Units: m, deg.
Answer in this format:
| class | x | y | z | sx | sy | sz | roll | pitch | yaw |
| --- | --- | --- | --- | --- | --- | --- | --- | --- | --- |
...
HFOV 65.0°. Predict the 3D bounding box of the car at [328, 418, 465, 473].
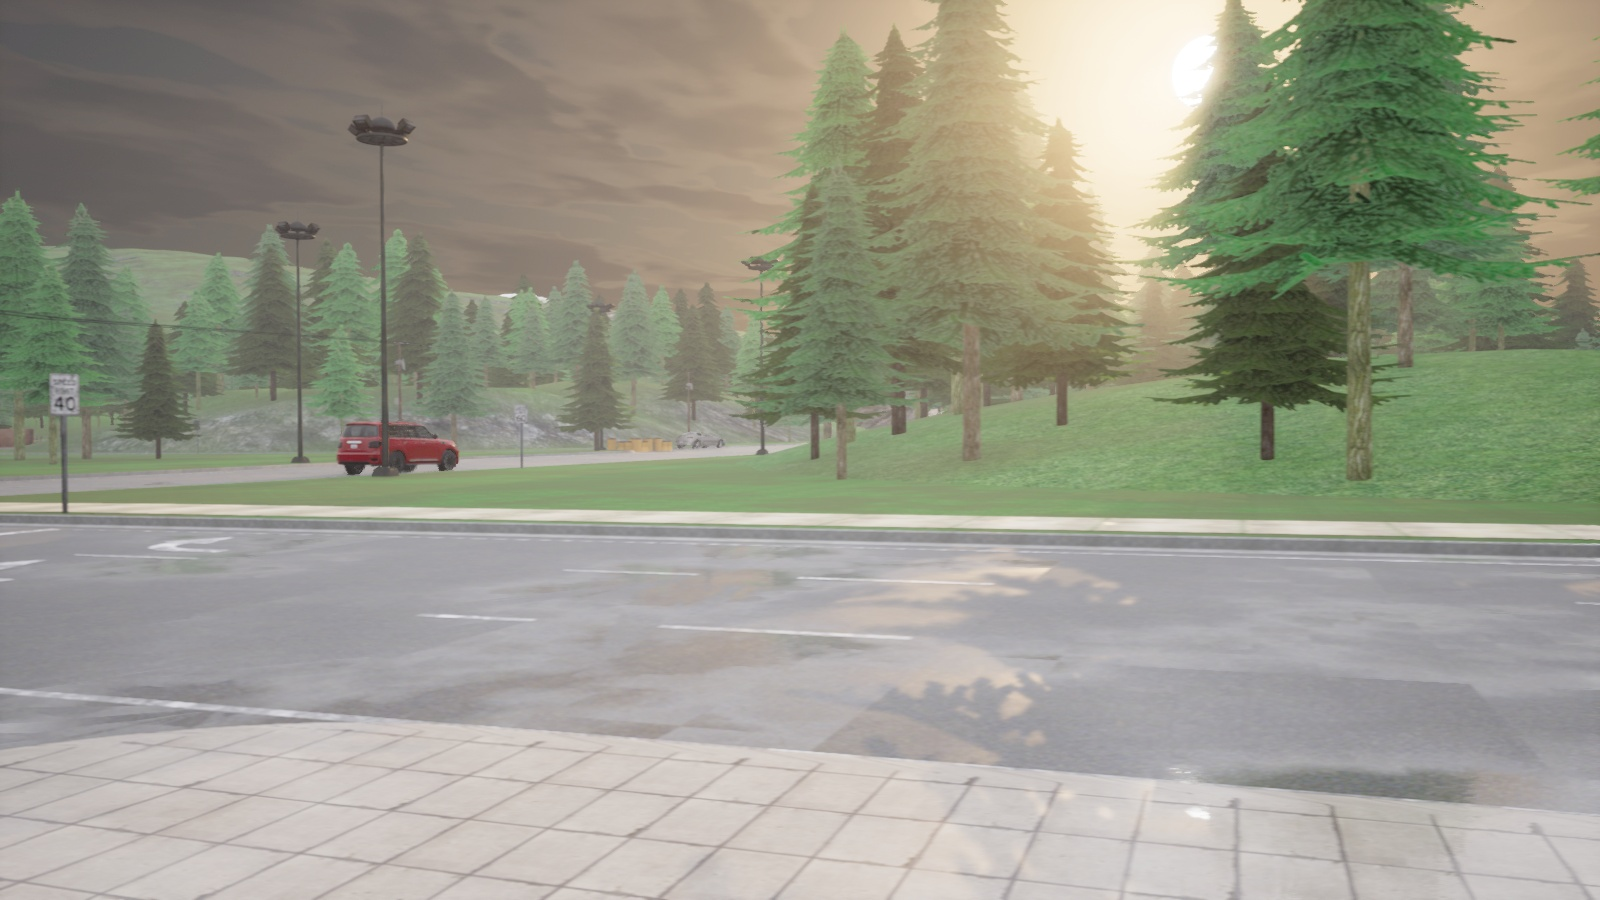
| class | x | y | z | sx | sy | sz | roll | pitch | yaw |
| --- | --- | --- | --- | --- | --- | --- | --- | --- | --- |
| car | -15.672 | -0.210 | 49.156 | 2.150 | 2.045 | 5.566 | 0 | 1 | 19 |
